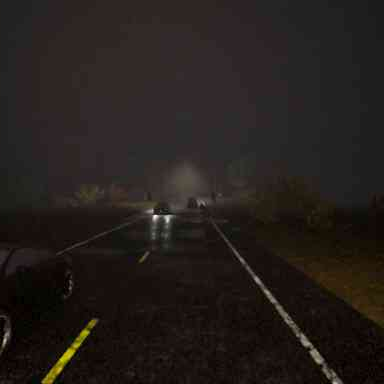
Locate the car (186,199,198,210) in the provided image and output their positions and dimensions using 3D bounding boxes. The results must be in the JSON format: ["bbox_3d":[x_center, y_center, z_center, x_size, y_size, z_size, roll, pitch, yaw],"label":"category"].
[{"bbox_3d":[0.036,2.239,55.735,1.994,1.385,4.181,0,-1,0],"label":"car"}]

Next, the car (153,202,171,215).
[{"bbox_3d":[-3.594,1.996,40.579,1.837,1.490,4.892,0,-1,0],"label":"car"}]

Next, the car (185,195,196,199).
[{"bbox_3d":[-0.019,2.087,73.796,2.150,2.045,5.566,0,0,0],"label":"car"}]

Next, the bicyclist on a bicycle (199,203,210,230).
[{"bbox_3d":[0.957,1.722,22.124,0.582,1.620,1.656,0,-1,0],"label":"bicyclist on a bicycle"}]

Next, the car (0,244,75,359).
[{"bbox_3d":[-3.602,1.635,5.762,1.994,1.385,4.181,0,-1,0],"label":"car"}]

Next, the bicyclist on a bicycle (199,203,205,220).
[{"bbox_3d":[0.954,1.837,31.665,0.582,1.620,1.656,0,-1,0],"label":"bicyclist on a bicycle"}]
